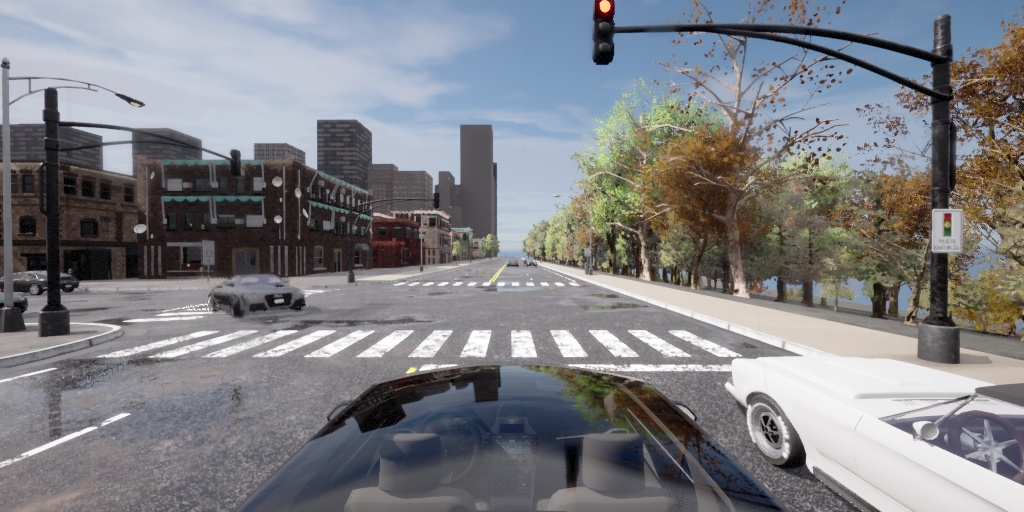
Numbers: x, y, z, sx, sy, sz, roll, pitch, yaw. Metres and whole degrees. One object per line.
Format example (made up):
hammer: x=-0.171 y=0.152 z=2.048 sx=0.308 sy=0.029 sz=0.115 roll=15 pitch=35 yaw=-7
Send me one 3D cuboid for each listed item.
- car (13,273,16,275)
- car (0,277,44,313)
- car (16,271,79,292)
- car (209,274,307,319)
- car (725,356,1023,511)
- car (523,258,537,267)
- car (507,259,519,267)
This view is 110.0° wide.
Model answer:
car: x=-25.030 y=1.381 z=15.291 sx=4.553 sy=1.767 sz=2.097 roll=-1 pitch=1 yaw=0
car: x=-19.936 y=1.565 z=12.575 sx=4.313 sy=1.339 sz=1.948 roll=0 pitch=0 yaw=0
car: x=-28.260 y=1.559 z=21.096 sx=4.403 sy=1.370 sz=2.007 roll=0 pitch=0 yaw=0
car: x=-9.210 y=1.338 z=12.933 sx=4.181 sy=1.385 sz=1.994 roll=-2 pitch=-1 yaw=37
car: x=3.350 y=1.351 z=1.927 sx=1.895 sy=1.301 sz=4.718 roll=0 pitch=0 yaw=0
car: x=3.417 y=1.327 z=63.712 sx=1.895 sy=1.301 sz=4.718 roll=0 pitch=0 yaw=0
car: x=0.155 y=1.290 z=63.434 sx=1.994 sy=1.385 sz=4.181 roll=0 pitch=0 yaw=1
